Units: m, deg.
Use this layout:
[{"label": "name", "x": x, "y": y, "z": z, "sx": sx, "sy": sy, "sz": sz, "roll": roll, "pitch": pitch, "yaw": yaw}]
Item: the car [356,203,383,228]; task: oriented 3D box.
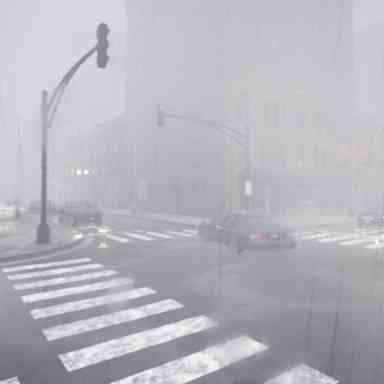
[{"label": "car", "x": 11.843, "y": 1.394, "z": 20.121, "sx": 4.902, "sy": 1.511, "sz": 2.128, "roll": 0, "pitch": 0, "yaw": -36}]

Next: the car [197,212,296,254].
[{"label": "car", "x": 1.894, "y": 1.495, "z": 13.296, "sx": 2.033, "sy": 1.411, "sz": 5.357, "roll": 1, "pitch": 0, "yaw": -19}]

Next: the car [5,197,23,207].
[{"label": "car", "x": -24.813, "y": 1.346, "z": 46.437, "sx": 1.895, "sy": 1.301, "sz": 4.718, "roll": 1, "pitch": 0, "yaw": -35}]

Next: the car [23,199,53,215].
[{"label": "car", "x": -14.156, "y": 1.372, "z": 31.511, "sx": 2.033, "sy": 1.411, "sz": 5.357, "roll": 1, "pitch": 0, "yaw": -36}]

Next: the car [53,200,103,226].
[{"label": "car", "x": -7.573, "y": 1.351, "z": 22.350, "sx": 1.882, "sy": 1.535, "sz": 5.008, "roll": 1, "pitch": 0, "yaw": -36}]
